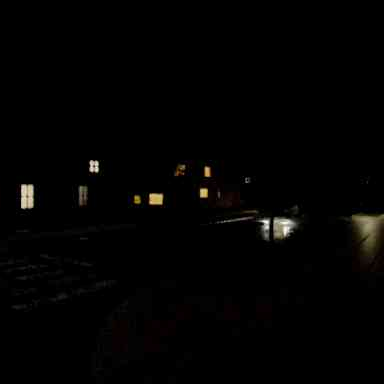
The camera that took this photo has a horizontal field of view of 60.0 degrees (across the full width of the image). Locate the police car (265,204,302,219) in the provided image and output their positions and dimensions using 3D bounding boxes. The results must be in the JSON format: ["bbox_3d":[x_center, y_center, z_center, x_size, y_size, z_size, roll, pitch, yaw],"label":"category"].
[{"bbox_3d":[7.957,1.496,28.838,2.038,1.542,4.974,0,0,34],"label":"police car"}]
